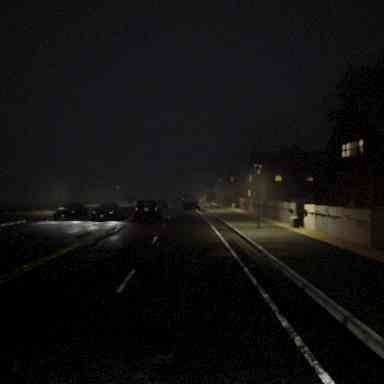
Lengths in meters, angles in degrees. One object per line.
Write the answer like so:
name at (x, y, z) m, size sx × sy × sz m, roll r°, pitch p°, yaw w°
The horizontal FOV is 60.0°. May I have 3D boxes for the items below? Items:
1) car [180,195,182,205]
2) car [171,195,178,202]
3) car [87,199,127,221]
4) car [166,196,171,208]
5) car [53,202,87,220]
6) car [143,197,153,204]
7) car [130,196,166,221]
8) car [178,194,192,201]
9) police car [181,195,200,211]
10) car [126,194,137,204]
car at (-0.530, 1.587, 52.121) m, size 1.882 × 1.535 × 5.008 m, roll 0°, pitch 0°, yaw -3°
car at (-3.151, 1.461, 75.733) m, size 2.097 × 1.767 × 4.553 m, roll 0°, pitch 0°, yaw -5°
car at (-7.060, 1.585, 28.094) m, size 1.812 × 1.442 × 4.674 m, roll 0°, pitch 0°, yaw -2°
car at (-4.474, 1.596, 48.432) m, size 2.128 × 1.511 × 4.902 m, roll 0°, pitch 0°, yaw -3°
car at (-10.329, 1.590, 28.701) m, size 1.812 × 1.442 × 4.674 m, roll 0°, pitch 0°, yaw -2°
car at (-9.177, 1.695, 69.312) m, size 1.812 × 1.442 × 4.674 m, roll 0°, pitch 0°, yaw -4°
car at (-3.611, 1.407, 27.913) m, size 2.097 × 1.767 × 4.553 m, roll 0°, pitch 0°, yaw -2°
car at (-0.898, 1.350, 58.179) m, size 2.150 × 2.045 × 5.566 m, roll 0°, pitch 0°, yaw -4°
police car at (-0.013, 1.510, 42.178) m, size 1.930 × 1.638 × 5.238 m, roll 0°, pitch 0°, yaw -3°
car at (-12.445, 1.403, 69.431) m, size 2.150 × 2.045 × 5.566 m, roll 0°, pitch 0°, yaw -4°
